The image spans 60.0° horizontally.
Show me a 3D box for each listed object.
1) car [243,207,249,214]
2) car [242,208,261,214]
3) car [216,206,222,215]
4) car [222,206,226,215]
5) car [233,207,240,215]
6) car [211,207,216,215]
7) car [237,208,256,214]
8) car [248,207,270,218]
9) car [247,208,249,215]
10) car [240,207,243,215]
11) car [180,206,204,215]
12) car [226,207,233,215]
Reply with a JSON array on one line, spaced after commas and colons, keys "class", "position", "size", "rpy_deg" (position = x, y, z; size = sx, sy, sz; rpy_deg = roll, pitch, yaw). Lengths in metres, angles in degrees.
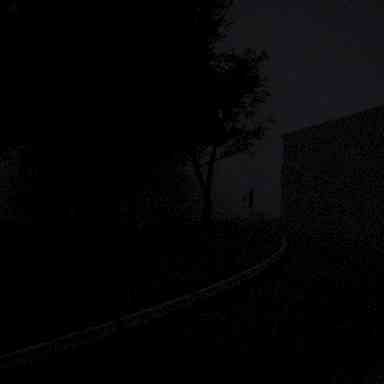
[{"class": "car", "position": [11.342, 5.048, 85.068], "size": [4.792, 1.488, 2.163], "rpy_deg": [0, -2, 14]}, {"class": "car", "position": [16.443, 5.309, 92.400], "size": [5.008, 1.535, 2.097], "rpy_deg": [0, -2, 15]}, {"class": "car", "position": [3.165, 4.082, 72.720], "size": [5.566, 2.045, 2.435], "rpy_deg": [0, -3, 13]}, {"class": "car", "position": [4.730, 4.362, 75.204], "size": [4.553, 1.767, 2.185], "rpy_deg": [0, -3, 13]}, {"class": "car", "position": [8.076, 4.523, 80.150], "size": [5.566, 2.045, 2.435], "rpy_deg": [0, -3, 14]}, {"class": "car", "position": [1.489, 3.927, 70.234], "size": [5.566, 2.045, 2.435], "rpy_deg": [0, -3, 13]}, {"class": "car", "position": [14.736, 5.224, 89.972], "size": [4.892, 1.521, 2.231], "rpy_deg": [0, -3, 15]}, {"class": "car", "position": [13.435, 4.312, 65.740], "size": [1.837, 1.490, 4.892], "rpy_deg": [0, -3, 33]}, {"class": "car", "position": [14.465, 4.637, 72.672], "size": [1.837, 1.490, 4.892], "rpy_deg": [0, -3, 34]}, {"class": "car", "position": [9.734, 4.776, 82.604], "size": [4.553, 1.767, 2.185], "rpy_deg": [0, -2, 14]}, {"class": "car", "position": [-0.091, 4.024, 67.719], "size": [4.892, 1.521, 2.231], "rpy_deg": [0, -3, 12]}, {"class": "car", "position": [6.210, 4.632, 77.700], "size": [5.366, 1.575, 1.946], "rpy_deg": [0, -3, 13]}]
